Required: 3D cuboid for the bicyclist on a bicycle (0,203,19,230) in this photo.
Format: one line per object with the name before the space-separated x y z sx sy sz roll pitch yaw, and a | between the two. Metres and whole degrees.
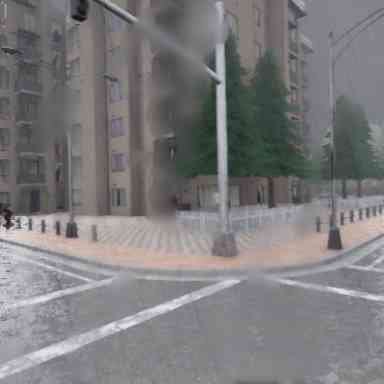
bicyclist on a bicycle | -10.737 1.439 18.973 0.582 1.620 1.656 -1 1 43
